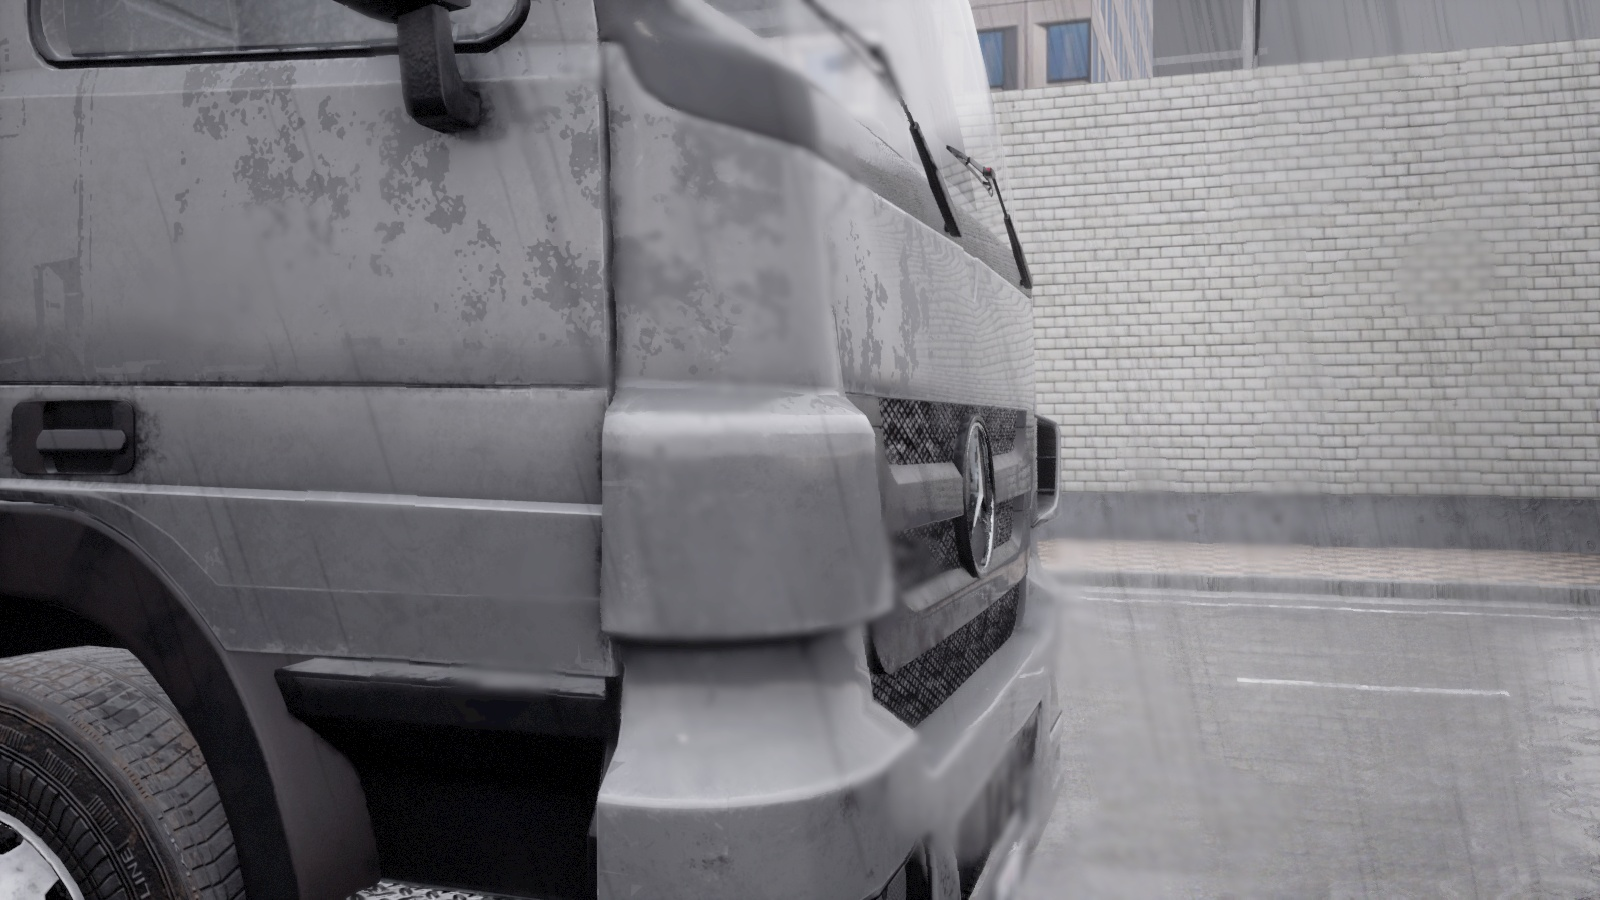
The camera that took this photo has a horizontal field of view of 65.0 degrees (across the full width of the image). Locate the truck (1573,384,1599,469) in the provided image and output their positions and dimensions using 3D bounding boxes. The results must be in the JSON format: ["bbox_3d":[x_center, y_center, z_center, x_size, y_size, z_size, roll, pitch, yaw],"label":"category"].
[{"bbox_3d":[40.229,-1.052,57.433,8.468,3.827,2.891,0,1,-10],"label":"truck"}]

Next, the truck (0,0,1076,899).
[{"bbox_3d":[-3.267,-0.236,4.278,7.936,3.462,2.891,1,1,19],"label":"truck"}]
